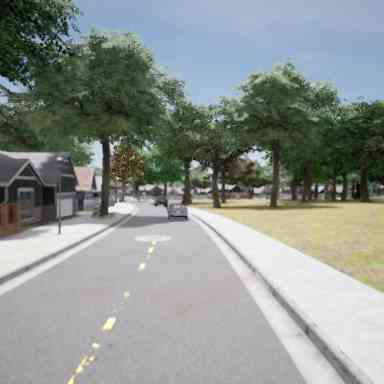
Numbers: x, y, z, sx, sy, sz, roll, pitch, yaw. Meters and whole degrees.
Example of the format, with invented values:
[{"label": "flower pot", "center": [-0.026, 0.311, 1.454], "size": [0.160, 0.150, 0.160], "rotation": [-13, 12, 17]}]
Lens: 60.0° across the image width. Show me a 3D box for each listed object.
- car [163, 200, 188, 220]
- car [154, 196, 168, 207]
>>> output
[{"label": "car", "center": [-1.342, 1.737, 30.037], "size": [2.033, 1.411, 5.357], "rotation": [0, 0, -5]}, {"label": "car", "center": [-5.641, 1.684, 60.401], "size": [2.150, 2.045, 5.566], "rotation": [0, -1, -10]}]
